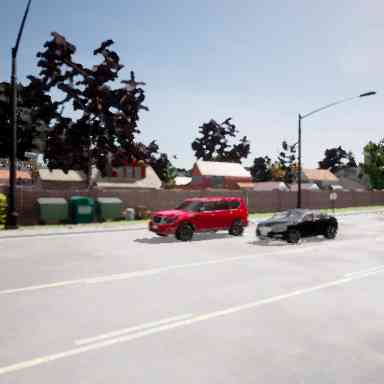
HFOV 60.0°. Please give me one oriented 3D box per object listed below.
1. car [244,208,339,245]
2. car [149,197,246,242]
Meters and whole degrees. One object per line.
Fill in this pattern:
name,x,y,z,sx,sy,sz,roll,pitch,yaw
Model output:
car,5.219,1.612,16.294,4.902,1.511,2.128,1,0,-35
car,0.525,1.312,17.248,5.566,2.045,2.150,1,0,-35
